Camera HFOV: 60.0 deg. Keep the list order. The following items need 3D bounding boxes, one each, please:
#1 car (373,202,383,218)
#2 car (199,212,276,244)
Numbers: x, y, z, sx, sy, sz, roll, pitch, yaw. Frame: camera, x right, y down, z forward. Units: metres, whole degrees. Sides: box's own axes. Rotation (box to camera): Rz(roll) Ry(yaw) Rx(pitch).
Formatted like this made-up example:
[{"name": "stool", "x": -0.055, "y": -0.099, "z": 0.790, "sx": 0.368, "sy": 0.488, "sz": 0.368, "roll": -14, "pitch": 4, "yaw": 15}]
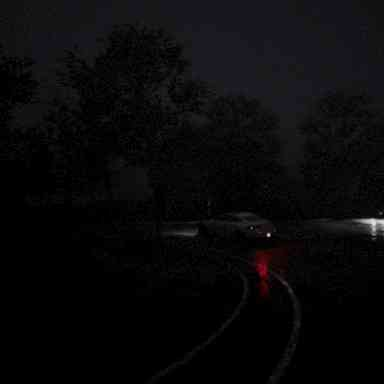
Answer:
[{"name": "car", "x": 19.405, "y": 1.702, "z": 32.433, "sx": 4.902, "sy": 1.511, "sz": 2.128, "roll": -1, "pitch": 0, "yaw": -39}, {"name": "car", "x": 2.240, "y": 1.756, "z": 17.444, "sx": 1.812, "sy": 1.442, "sz": 4.674, "roll": -2, "pitch": 2, "yaw": -35}]
